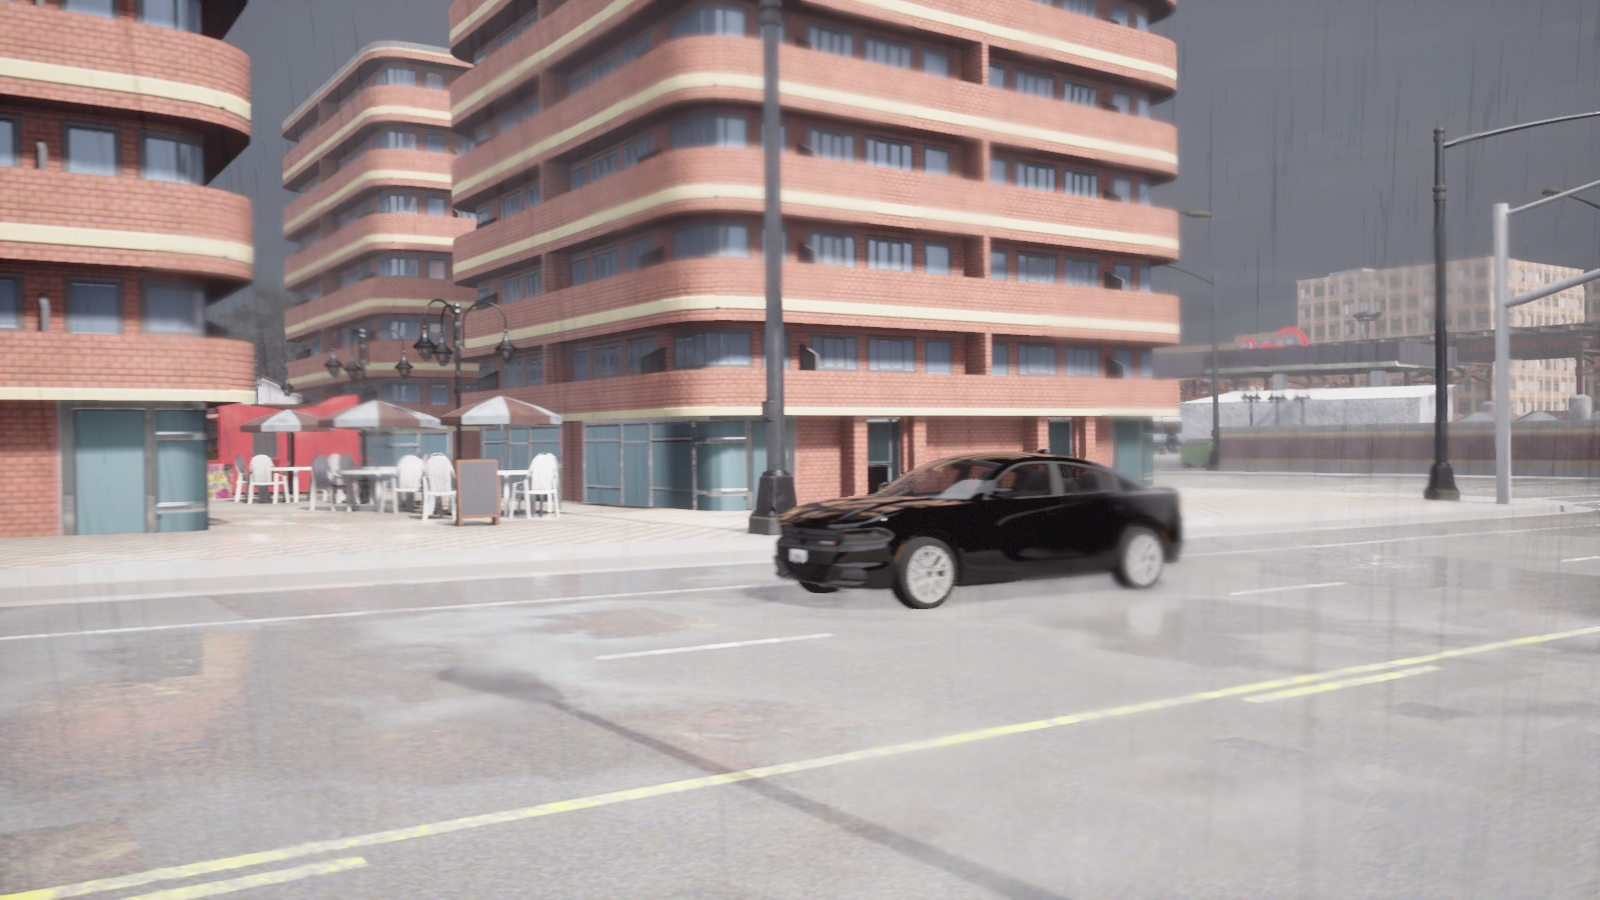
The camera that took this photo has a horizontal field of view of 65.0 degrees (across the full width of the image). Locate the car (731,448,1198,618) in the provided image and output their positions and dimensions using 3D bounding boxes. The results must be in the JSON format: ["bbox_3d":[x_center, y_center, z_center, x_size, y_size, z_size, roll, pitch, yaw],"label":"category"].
[{"bbox_3d":[1.893,0.750,13.505,5.008,1.535,1.882,0,0,-35],"label":"car"}]
